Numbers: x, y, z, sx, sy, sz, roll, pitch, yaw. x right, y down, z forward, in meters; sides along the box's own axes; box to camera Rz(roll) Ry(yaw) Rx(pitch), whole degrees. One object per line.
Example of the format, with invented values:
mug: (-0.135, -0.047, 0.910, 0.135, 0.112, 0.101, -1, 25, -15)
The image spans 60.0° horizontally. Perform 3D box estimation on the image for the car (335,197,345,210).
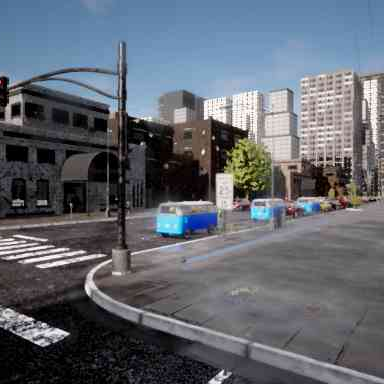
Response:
car: (18.851, 1.729, 44.800, 1.947, 1.339, 4.313, 0, 0, 35)

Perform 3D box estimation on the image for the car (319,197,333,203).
car: (30.989, 1.792, 76.765, 1.947, 1.339, 4.313, 0, 0, 35)

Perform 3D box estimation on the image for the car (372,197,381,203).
car: (44.177, 1.899, 80.995, 1.947, 1.339, 4.313, 0, 0, 35)

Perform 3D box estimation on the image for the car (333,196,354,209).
car: (22.019, 1.497, 49.326, 2.192, 1.841, 5.009, 0, 0, 35)

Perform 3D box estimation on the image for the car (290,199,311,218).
car: (9.355, 1.655, 31.227, 1.887, 1.381, 4.507, 0, 0, 35)

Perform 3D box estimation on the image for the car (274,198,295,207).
car: (15.161, 1.665, 54.144, 1.887, 1.381, 4.507, 0, 0, 35)

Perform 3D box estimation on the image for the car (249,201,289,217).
car: (7.850, 1.642, 33.592, 2.033, 1.411, 5.357, 1, 0, 35)

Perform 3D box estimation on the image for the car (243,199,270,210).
car: (8.830, 1.629, 45.096, 1.887, 1.381, 4.507, 0, 0, 35)

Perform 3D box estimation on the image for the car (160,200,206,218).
car: (-0.764, 1.558, 31.383, 1.752, 1.417, 4.829, 0, 0, 35)

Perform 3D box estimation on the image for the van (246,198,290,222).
van: (6.190, 1.436, 26.704, 1.690, 1.788, 3.998, 0, 0, 35)

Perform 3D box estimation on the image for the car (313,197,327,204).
car: (27.726, 1.728, 72.101, 1.752, 1.417, 4.829, 0, 0, 35)

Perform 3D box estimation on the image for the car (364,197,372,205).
car: (34.680, 1.809, 67.422, 1.887, 1.381, 4.507, 0, 0, 35)

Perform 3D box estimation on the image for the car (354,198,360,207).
car: (25.185, 1.516, 53.850, 2.192, 1.841, 5.009, 0, 0, 35)

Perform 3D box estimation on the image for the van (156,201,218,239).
van: (-0.141, 1.407, 17.655, 1.690, 1.788, 3.998, 0, 0, 35)

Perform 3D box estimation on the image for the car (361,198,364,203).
car: (28.446, 1.748, 58.513, 1.752, 1.417, 4.829, 0, 0, 35)

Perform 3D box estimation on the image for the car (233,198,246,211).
car: (5.666, 1.506, 40.572, 1.967, 1.590, 4.097, 0, 0, 35)

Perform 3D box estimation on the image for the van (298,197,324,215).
van: (12.522, 1.469, 35.752, 1.690, 1.788, 3.998, 0, 0, 35)

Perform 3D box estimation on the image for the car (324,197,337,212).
car: (15.784, 1.671, 40.416, 1.752, 1.417, 4.829, 0, 0, 35)

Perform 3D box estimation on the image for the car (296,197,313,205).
car: (21.493, 1.705, 63.192, 1.887, 1.381, 4.507, 0, 0, 35)

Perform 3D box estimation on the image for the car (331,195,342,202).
car: (37.320, 1.712, 85.813, 1.967, 1.590, 4.097, 0, 0, 35)
